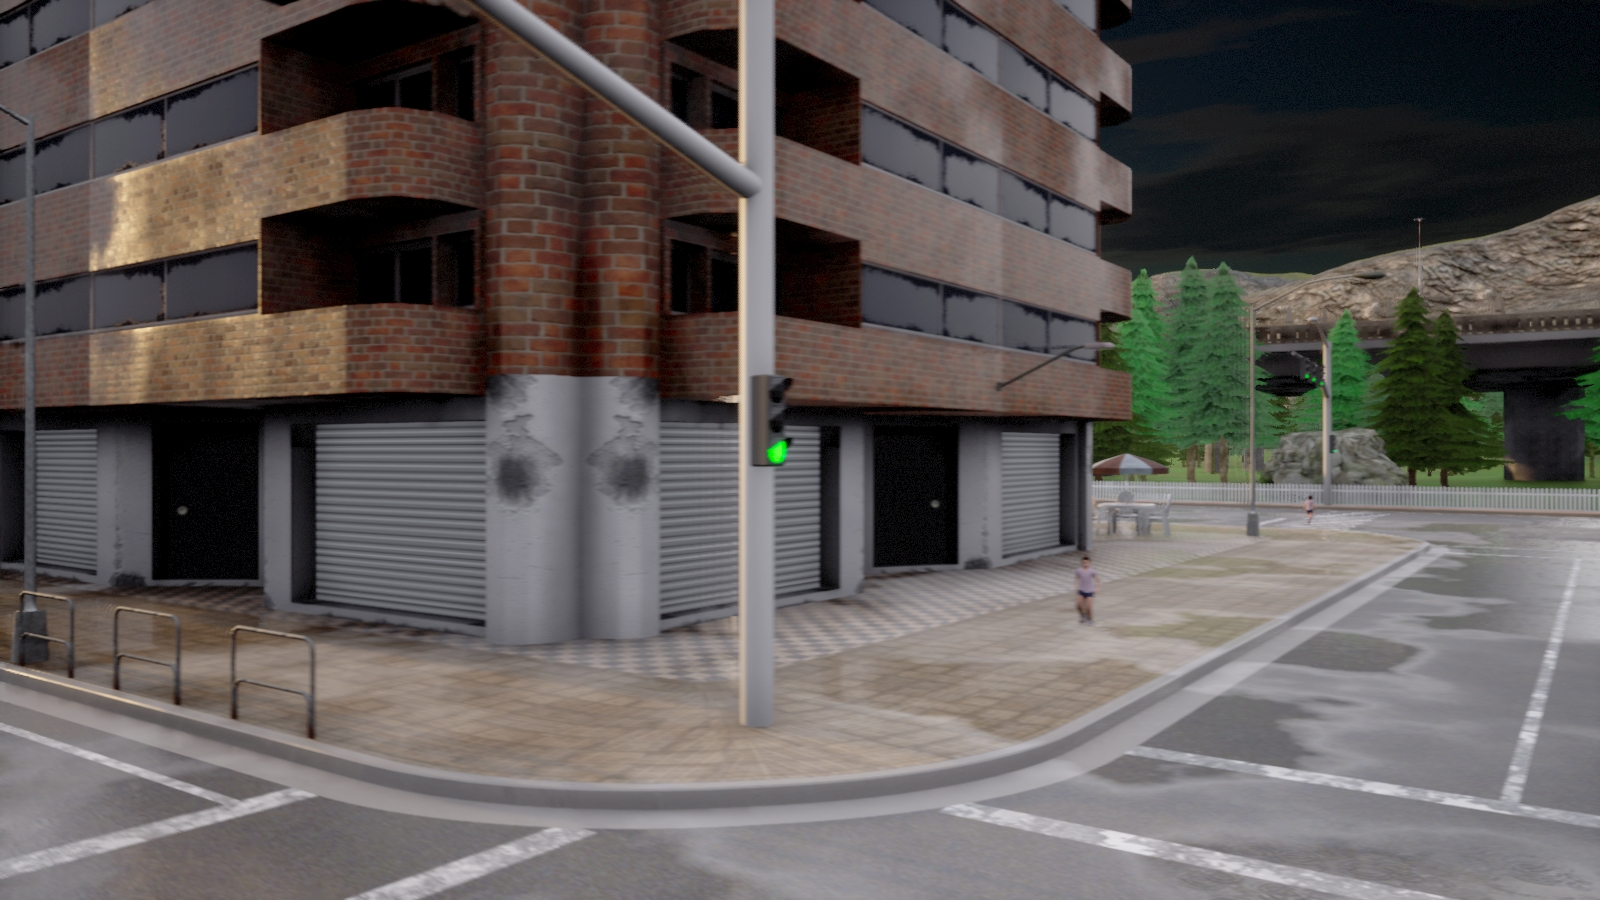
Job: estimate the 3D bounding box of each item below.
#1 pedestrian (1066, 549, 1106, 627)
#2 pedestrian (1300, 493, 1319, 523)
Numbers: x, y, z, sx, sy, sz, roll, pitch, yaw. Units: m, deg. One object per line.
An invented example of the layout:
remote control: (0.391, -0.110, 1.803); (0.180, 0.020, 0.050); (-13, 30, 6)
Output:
pedestrian: (4.335, 2.078, 17.310); (0.500, 1.100, 0.500); (0, 0, 25)
pedestrian: (19.111, 2.174, 42.847); (0.500, 1.100, 0.500); (0, 0, 43)
